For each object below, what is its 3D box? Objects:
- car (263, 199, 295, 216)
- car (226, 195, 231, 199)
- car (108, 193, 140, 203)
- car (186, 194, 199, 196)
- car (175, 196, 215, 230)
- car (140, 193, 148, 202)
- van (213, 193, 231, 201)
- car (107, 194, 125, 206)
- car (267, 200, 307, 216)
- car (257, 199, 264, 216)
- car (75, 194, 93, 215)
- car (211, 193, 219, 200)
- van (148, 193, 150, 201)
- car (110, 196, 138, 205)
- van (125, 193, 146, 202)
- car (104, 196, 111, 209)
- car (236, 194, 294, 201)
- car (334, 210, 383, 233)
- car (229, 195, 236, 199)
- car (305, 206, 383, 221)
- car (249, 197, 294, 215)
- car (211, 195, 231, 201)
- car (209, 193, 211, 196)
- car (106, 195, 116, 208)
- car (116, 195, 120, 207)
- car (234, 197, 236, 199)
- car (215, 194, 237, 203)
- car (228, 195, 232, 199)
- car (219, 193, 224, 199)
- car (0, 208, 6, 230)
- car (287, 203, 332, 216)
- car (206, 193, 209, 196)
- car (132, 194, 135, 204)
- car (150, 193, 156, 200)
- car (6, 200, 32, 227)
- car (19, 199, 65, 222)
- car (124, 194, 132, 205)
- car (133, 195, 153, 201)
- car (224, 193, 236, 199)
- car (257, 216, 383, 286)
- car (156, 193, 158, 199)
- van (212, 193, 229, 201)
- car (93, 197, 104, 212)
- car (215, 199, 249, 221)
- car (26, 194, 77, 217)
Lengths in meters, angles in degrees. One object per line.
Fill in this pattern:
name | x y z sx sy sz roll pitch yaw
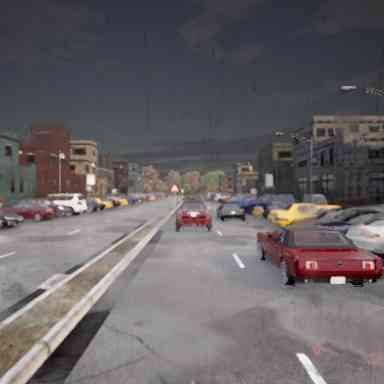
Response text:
car | 7.820 1.440 22.150 5.366 1.575 1.946 0 0 0
car | 7.578 1.539 47.093 4.674 1.452 2.002 0 0 0
car | -12.658 1.255 59.023 5.566 2.045 2.435 0 0 0
car | 0.056 1.219 40.682 2.150 2.045 5.566 0 0 0
car | 0.093 1.316 20.679 2.097 1.767 4.553 0 0 0
car | -12.699 1.529 72.921 4.892 1.521 2.231 0 0 0
van | 7.387 1.342 82.816 4.442 1.987 1.878 0 0 0
car | -12.683 1.484 47.788 5.008 1.535 2.097 0 0 0
car | 7.451 1.441 19.387 5.366 1.575 1.946 0 0 0
car | 7.658 1.475 24.906 4.792 1.488 2.163 0 0 0
car | -12.734 1.203 31.238 5.566 2.045 2.435 0 0 0
car | 7.556 1.310 71.784 5.566 2.045 2.435 0 0 0
van | -12.830 1.308 78.480 4.442 1.987 1.878 0 0 0
car | -12.661 1.541 61.803 4.792 1.488 2.163 0 0 0
van | -12.826 1.305 75.701 4.442 1.987 1.878 0 0 0
car | -12.662 1.496 39.575 4.792 1.488 2.163 0 0 0
car | 7.583 1.204 33.177 5.566 2.045 2.435 0 0 0
car | 7.635 1.492 11.152 4.674 1.452 2.002 0 0 0
car | 7.588 1.478 41.449 5.008 1.535 2.097 0 0 0
car | 7.608 1.477 13.874 4.792 1.488 2.163 0 0 0
car | 7.809 1.444 27.665 5.366 1.575 1.946 0 0 0
car | 7.503 1.568 85.574 5.008 1.535 2.097 0 0 0
car | 7.538 1.316 80.058 5.566 2.045 2.435 0 0 0
car | -12.872 1.469 42.355 5.366 1.575 1.946 0 0 0
car | -12.711 1.508 45.133 4.792 1.488 2.163 0 0 0
car | 7.602 1.509 38.691 4.674 1.452 2.002 0 0 0
car | 7.553 1.438 74.419 4.553 1.767 2.185 0 0 0
car | 7.585 1.528 44.205 4.674 1.452 2.002 0 0 0
car | 7.541 1.266 52.480 5.566 2.045 2.435 0 0 0
car | -12.759 1.483 17.219 4.792 1.488 2.163 0 0 0
car | 7.608 1.475 16.629 4.792 1.488 2.163 0 0 0
car | 7.295 1.570 93.845 5.366 1.575 1.946 0 0 0
car | -12.676 1.502 56.244 4.892 1.521 2.231 0 0 0
car | -12.535 1.536 84.039 5.366 1.575 1.946 0 0 0
car | -12.732 1.453 19.998 4.892 1.521 2.231 0 0 0
car | -12.713 1.491 25.555 4.674 1.452 2.002 0 0 0
car | -12.684 1.496 53.464 5.008 1.535 2.097 0 0 0
car | -12.719 1.541 86.818 5.008 1.535 2.097 0 0 0
car | 7.544 1.382 49.722 4.553 1.767 2.185 0 0 0
car | 3.099 1.576 9.264 1.895 1.301 4.718 0 0 0
car | -12.728 1.546 92.379 5.008 1.535 2.097 0 0 0
van | 7.608 1.343 88.332 4.442 1.987 1.878 0 0 0
car | -12.668 1.491 36.798 4.792 1.488 2.163 0 0 0
car | 3.083 1.531 27.060 1.994 1.385 4.181 0 0 0
car | -12.743 1.327 28.425 4.553 1.767 2.185 0 0 0
